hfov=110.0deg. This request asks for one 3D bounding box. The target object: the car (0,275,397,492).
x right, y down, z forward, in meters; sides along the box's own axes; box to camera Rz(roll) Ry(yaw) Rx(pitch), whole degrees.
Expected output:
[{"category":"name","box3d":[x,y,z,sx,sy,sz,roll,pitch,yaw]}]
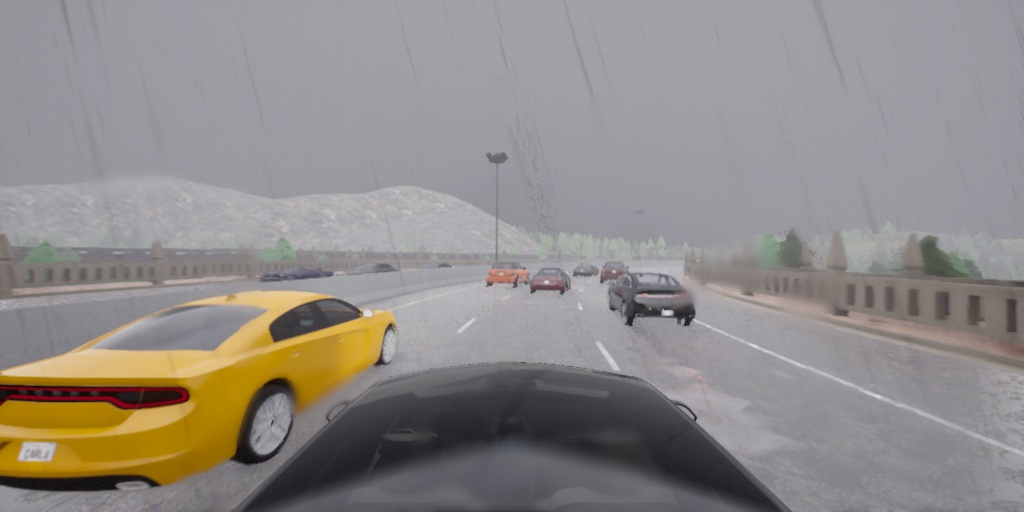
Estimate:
[{"category":"car","box3d":[-3.209,1.216,4.971,1.882,1.535,5.008,0,0,2]}]

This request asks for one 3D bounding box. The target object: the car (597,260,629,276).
[{"category":"car","box3d":[8.451,1.219,29.344,2.097,1.767,4.553,0,0,19]}]

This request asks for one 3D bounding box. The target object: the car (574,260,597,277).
[{"category":"car","box3d":[7.816,1.447,37.590,1.994,1.385,4.181,0,0,25]}]

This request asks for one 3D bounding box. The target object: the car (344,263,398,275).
[{"category":"car","box3d":[-10.609,1.252,27.240,1.837,1.490,4.892,0,-1,15]}]

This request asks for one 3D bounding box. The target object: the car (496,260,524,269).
[{"category":"car","box3d":[-0.217,1.433,59.662,2.033,1.411,5.357,0,0,33]}]

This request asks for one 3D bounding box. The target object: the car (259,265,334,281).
[{"category":"car","box3d":[-14.790,1.315,24.918,1.895,1.301,4.718,0,0,13]}]

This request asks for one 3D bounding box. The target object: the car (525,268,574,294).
[{"category":"car","box3d":[2.332,1.374,21.075,1.994,1.385,4.181,0,0,14]}]

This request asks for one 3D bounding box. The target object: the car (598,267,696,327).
[{"category":"car","box3d":[4.357,1.292,11.837,2.128,1.511,4.902,0,0,6]}]

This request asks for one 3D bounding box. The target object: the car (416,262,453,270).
[{"category":"car","box3d":[-6.376,1.281,29.490,1.837,1.490,4.892,0,0,17]}]

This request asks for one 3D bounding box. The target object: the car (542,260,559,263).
[{"category":"car","box3d":[6.696,1.462,63.452,1.837,1.490,4.892,0,0,36]}]

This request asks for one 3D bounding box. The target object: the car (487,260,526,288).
[{"category":"car","box3d":[-0.170,1.156,24.946,2.097,1.767,4.553,0,0,14]}]
